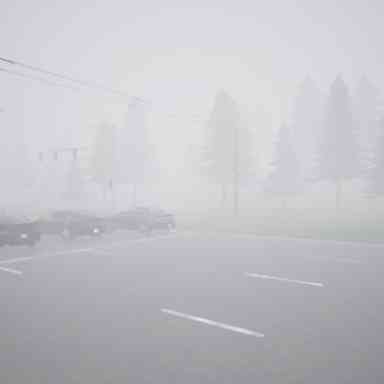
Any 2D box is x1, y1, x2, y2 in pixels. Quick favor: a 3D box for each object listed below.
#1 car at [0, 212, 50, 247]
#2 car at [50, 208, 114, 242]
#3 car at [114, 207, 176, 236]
[{"bbox_3d":[-8.546,1.590,14.384,5.008,1.535,1.882,-1,0,36],"label":"car"},{"bbox_3d":[-6.550,1.617,17.259,4.892,1.490,1.837,-1,0,36],"label":"car"},{"bbox_3d":[-3.166,1.592,19.144,4.902,1.511,2.128,0,0,36],"label":"car"}]
